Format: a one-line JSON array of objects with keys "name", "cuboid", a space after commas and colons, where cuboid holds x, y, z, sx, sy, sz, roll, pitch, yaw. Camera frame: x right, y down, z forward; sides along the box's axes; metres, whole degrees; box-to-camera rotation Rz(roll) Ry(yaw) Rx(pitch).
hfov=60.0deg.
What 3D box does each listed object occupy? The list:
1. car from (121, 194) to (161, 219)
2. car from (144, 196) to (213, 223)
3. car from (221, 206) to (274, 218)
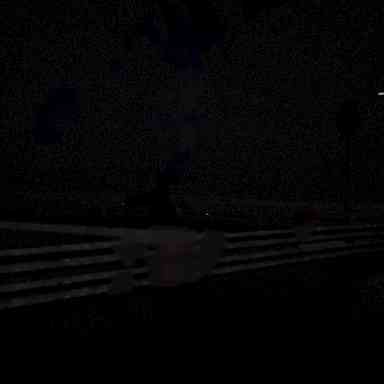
[{"name": "car", "cuboid": [-3.259, 1.220, 28.437, 5.566, 2.045, 2.150, 2, 0, 13]}, {"name": "car", "cuboid": [-0.768, 1.398, 24.150, 4.553, 1.767, 2.097, 2, -1, 9]}, {"name": "car", "cuboid": [4.933, 1.910, 30.057, 4.718, 1.301, 1.895, 2, -1, 5]}]
